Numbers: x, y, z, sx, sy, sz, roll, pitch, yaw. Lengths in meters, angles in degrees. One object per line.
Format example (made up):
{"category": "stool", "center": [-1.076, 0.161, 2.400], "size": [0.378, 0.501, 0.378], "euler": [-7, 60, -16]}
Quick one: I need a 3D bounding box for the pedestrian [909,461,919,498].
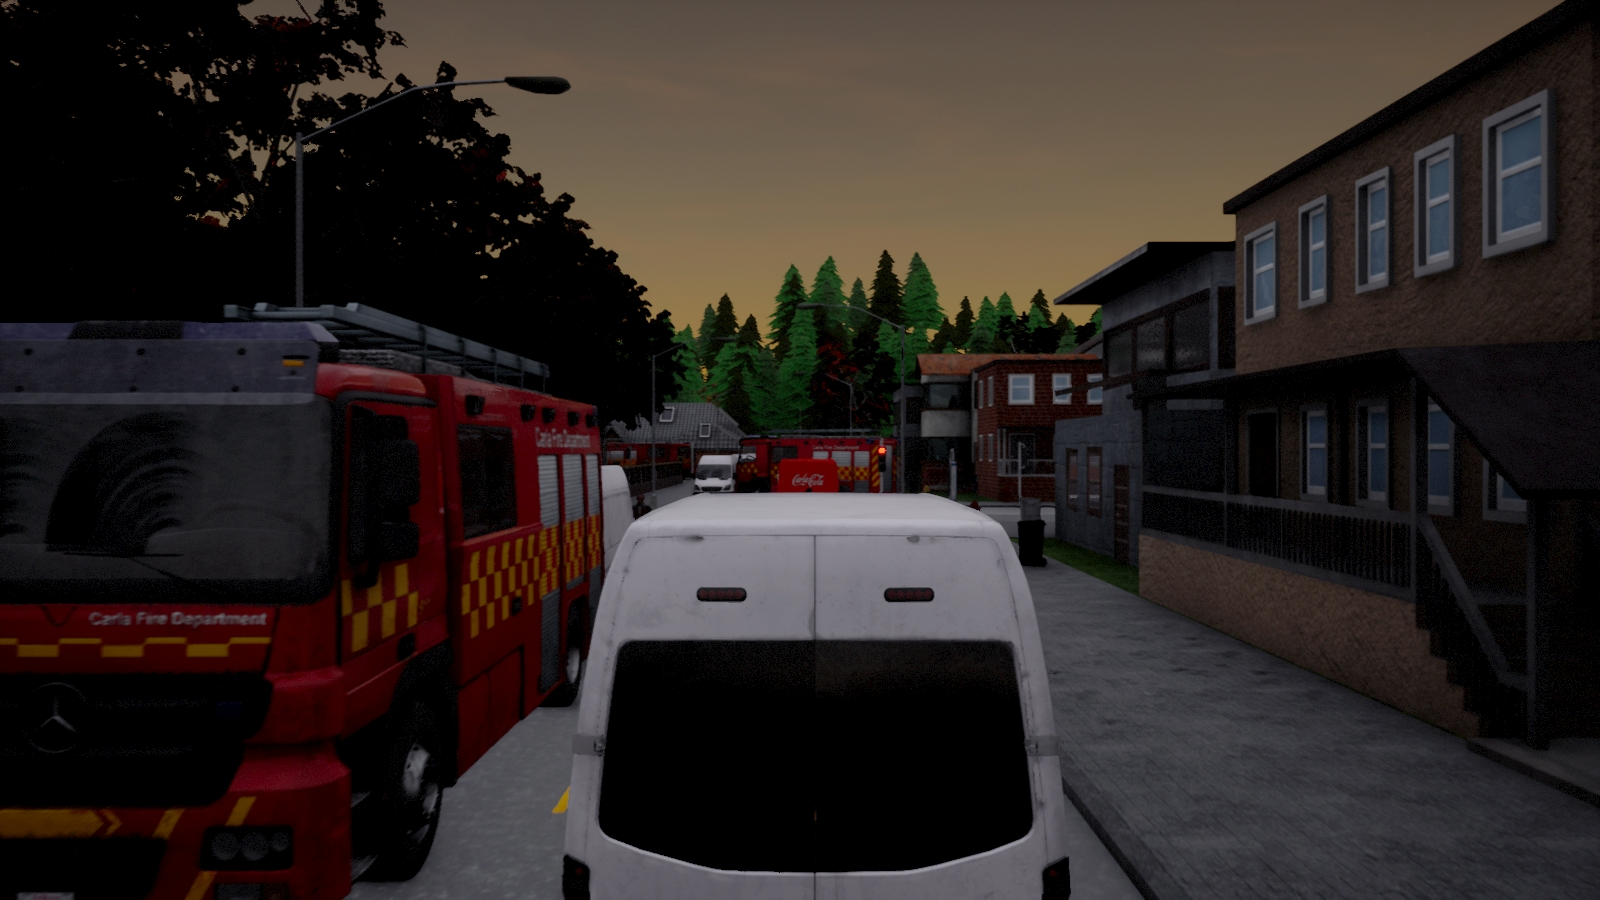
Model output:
{"category": "pedestrian", "center": [5.832, 1.516, 58.656], "size": [0.375, 1.860, 0.375], "euler": [0, 0, -26]}

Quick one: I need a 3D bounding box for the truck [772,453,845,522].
{"category": "truck", "center": [0.312, 1.348, 43.675], "size": [2.627, 2.467, 5.204], "euler": [0, 0, 0]}

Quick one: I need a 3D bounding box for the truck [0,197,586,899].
{"category": "truck", "center": [-4.106, 0.670, 9.847], "size": [2.891, 3.827, 8.468], "euler": [0, 0, 0]}

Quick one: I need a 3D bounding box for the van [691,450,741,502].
{"category": "van", "center": [-4.276, 1.323, 59.166], "size": [1.988, 2.561, 5.915], "euler": [0, -1, 2]}

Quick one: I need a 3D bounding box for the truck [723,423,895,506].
{"category": "truck", "center": [0.346, 0.670, 56.683], "size": [8.468, 3.827, 2.891], "euler": [0, 0, 36]}

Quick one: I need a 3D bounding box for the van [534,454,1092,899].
{"category": "van", "center": [0.079, 1.314, 7.029], "size": [1.988, 2.561, 5.915], "euler": [0, 0, 1]}

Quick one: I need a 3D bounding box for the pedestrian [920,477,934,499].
{"category": "pedestrian", "center": [6.366, 1.897, 57.401], "size": [0.500, 1.100, 0.500], "euler": [0, 0, -35]}
